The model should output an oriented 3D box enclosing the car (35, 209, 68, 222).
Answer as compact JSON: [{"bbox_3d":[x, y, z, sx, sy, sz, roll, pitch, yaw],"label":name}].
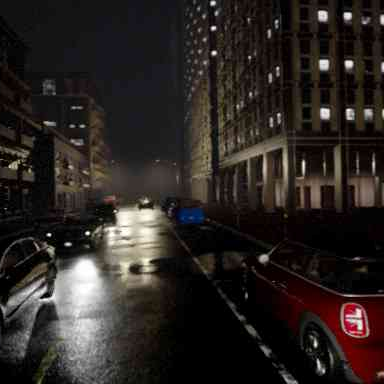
[{"bbox_3d":[-8.584,1.753,21.007,2.008,1.369,4.403,-1,0,-8],"label":"car"}]

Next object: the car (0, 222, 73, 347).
[{"bbox_3d":[-3.776,1.581,5.798,2.128,1.511,4.902,-1,0,-8],"label":"car"}]

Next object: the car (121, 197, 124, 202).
[{"bbox_3d":[-15.030,1.933,65.733,1.947,1.339,4.313,-1,0,-8],"label":"car"}]

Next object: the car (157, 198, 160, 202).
[{"bbox_3d":[-2.709,1.626,38.975,1.947,1.339,4.313,-1,0,-8],"label":"car"}]

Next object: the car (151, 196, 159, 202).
[{"bbox_3d":[-9.961,1.826,89.291,1.947,1.339,4.313,-1,0,-8],"label":"car"}]

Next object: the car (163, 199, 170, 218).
[{"bbox_3d":[-1.097,1.571,27.793,2.008,1.369,4.403,-1,0,-8],"label":"car"}]

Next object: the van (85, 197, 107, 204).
[{"bbox_3d":[-11.006,1.602,37.779,1.690,1.788,3.998,-1,0,-8],"label":"van"}]

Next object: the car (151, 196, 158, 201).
[{"bbox_3d":[-10.768,1.867,94.883,1.802,1.307,4.206,-1,0,-8],"label":"car"}]

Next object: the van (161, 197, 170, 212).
[{"bbox_3d":[-1.908,1.381,33.384,1.690,1.788,3.998,-1,0,-8],"label":"van"}]

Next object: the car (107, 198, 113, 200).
[{"bbox_3d":[-11.806,1.864,43.370,1.802,1.307,4.206,-1,0,-8],"label":"car"}]

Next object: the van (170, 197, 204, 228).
[{"bbox_3d":[-0.296,1.342,22.203,1.690,1.788,3.998,-1,0,-8],"label":"van"}]

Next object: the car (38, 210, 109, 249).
[{"bbox_3d":[-5.108,1.720,15.059,1.895,1.301,4.718,-1,0,-8],"label":"car"}]

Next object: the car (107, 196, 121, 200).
[{"bbox_3d":[-13.425,1.639,54.551,2.192,1.841,5.009,-1,0,-8],"label":"car"}]

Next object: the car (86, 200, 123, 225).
[{"bbox_3d":[-6.563,1.658,25.184,1.837,1.490,4.892,-1,0,-8],"label":"car"}]

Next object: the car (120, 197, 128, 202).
[{"bbox_3d":[-19.060,2.031,93.687,1.887,1.381,4.507,-1,0,-8],"label":"car"}]

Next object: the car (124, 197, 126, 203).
[{"bbox_3d":[-15.836,1.941,71.323,2.008,1.369,4.403,-1,0,-8],"label":"car"}]

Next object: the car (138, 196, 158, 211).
[{"bbox_3d":[-5.992,1.632,43.588,2.128,1.511,4.902,-1,0,-8],"label":"car"}]

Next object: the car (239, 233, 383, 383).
[{"bbox_3d":[2.124,1.387,5.430,1.967,1.590,4.097,-1,0,-8],"label":"car"}]

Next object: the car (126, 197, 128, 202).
[{"bbox_3d":[-17.425,1.961,82.337,1.752,1.417,4.829,-1,0,-8],"label":"car"}]

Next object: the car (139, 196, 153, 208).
[{"bbox_3d":[-7.473,1.531,53.834,2.097,1.767,4.553,-1,0,-8],"label":"car"}]
